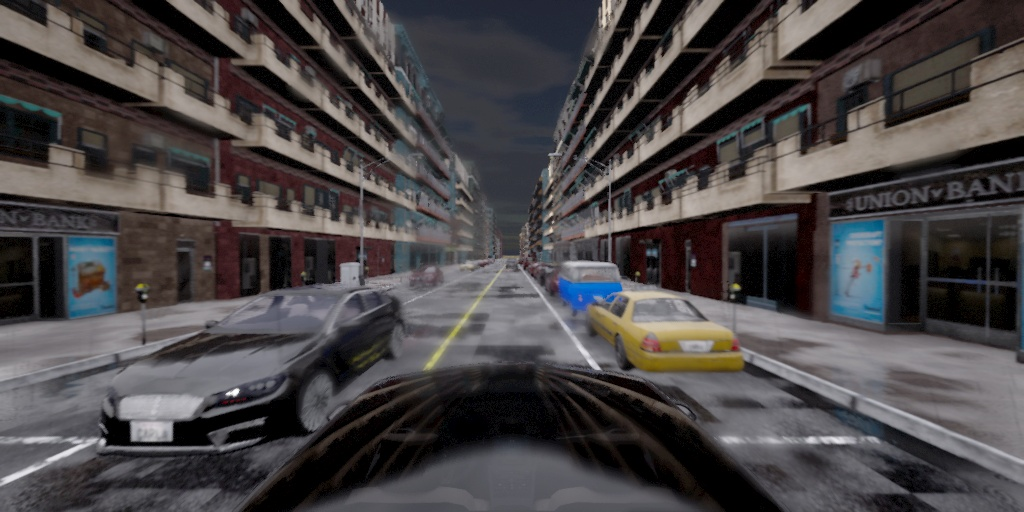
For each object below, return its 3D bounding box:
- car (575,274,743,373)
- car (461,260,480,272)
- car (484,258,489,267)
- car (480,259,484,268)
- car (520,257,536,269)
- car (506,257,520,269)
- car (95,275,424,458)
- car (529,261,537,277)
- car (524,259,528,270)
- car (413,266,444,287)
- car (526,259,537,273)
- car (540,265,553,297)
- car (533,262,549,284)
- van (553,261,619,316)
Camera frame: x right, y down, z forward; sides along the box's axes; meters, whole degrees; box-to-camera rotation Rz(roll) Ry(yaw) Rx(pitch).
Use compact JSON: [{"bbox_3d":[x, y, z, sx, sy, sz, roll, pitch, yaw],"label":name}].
[{"bbox_3d":[2.690,1.275,7.527,1.751,1.417,4.829,0,0,0],"label":"car"},{"bbox_3d":[-5.690,1.293,46.984,1.751,1.417,4.829,0,0,0],"label":"car"},{"bbox_3d":[-5.691,1.331,64.207,1.888,1.381,4.507,0,0,0],"label":"car"},{"bbox_3d":[-5.690,1.323,52.838,2.007,1.370,4.403,0,0,0],"label":"car"},{"bbox_3d":[2.690,1.088,52.835,2.192,1.841,5.009,0,0,0],"label":"car"},{"bbox_3d":[0.002,1.267,55.305,2.128,1.511,4.902,0,0,0],"label":"car"},{"bbox_3d":[-3.091,1.240,5.532,2.128,1.511,4.902,0,0,0],"label":"car"},{"bbox_3d":[2.691,1.337,30.096,1.802,1.307,4.207,0,0,0],"label":"car"},{"bbox_3d":[2.691,1.345,41.466,1.802,1.307,4.207,0,0,0],"label":"car"},{"bbox_3d":[-5.690,1.334,24.414,1.802,1.307,4.207,0,0,0],"label":"car"},{"bbox_3d":[2.690,1.303,35.781,1.888,1.381,4.507,0,0,0],"label":"car"},{"bbox_3d":[2.690,1.332,18.727,1.802,1.307,4.207,0,0,0],"label":"car"},{"bbox_3d":[2.691,1.318,24.411,1.948,1.339,4.313,0,0,0],"label":"car"},{"bbox_3d":[2.691,1.090,13.042,1.690,1.789,3.998,0,0,0],"label":"van"}]
